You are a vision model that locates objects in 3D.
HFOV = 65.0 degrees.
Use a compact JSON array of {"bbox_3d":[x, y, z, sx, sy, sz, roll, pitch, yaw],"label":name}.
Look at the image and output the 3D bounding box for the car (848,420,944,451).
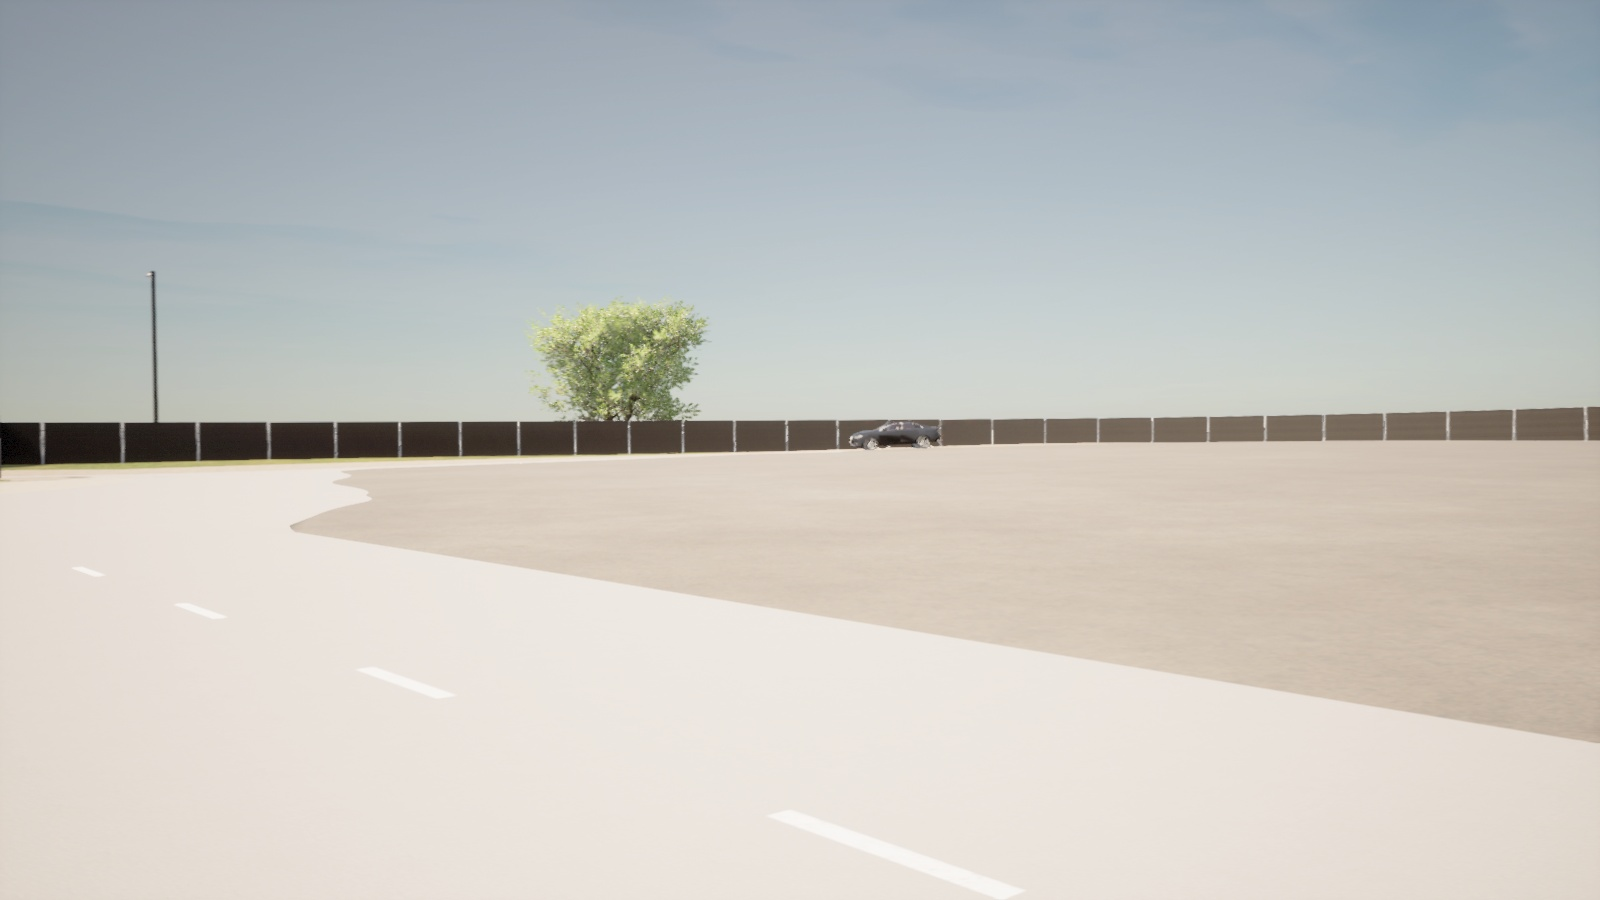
[{"bbox_3d":[5.184,-0.773,68.218,4.902,1.511,2.128,-1,0,-7],"label":"car"}]
